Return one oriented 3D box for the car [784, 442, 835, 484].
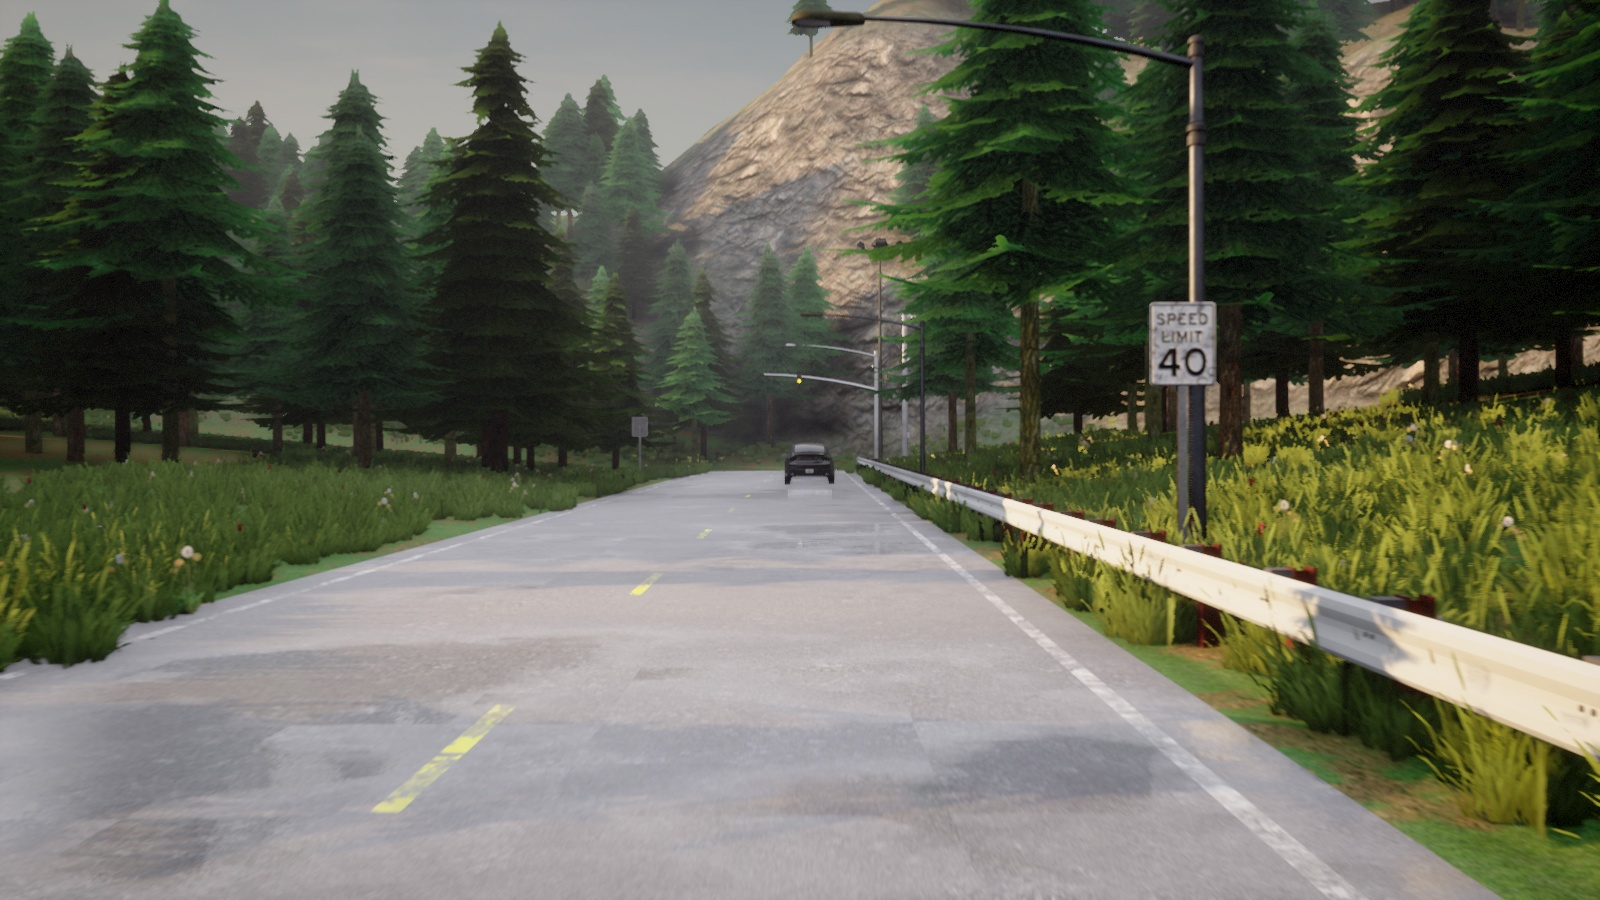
[{"bbox_3d":[0.352,0.453,47.498,1.837,1.490,4.892,0,1,0],"label":"car"}]
